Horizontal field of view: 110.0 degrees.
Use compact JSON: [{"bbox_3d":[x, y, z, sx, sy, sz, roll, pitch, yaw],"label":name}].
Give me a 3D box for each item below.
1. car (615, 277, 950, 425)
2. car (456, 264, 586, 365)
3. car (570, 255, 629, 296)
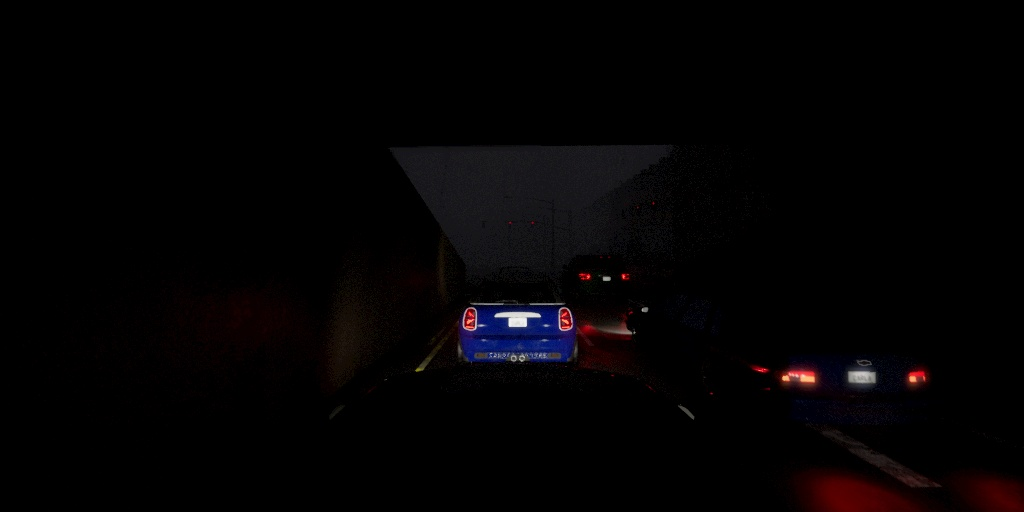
[{"bbox_3d":[3.610,1.297,6.197,2.033,1.411,5.357,0,0,0],"label":"car"},{"bbox_3d":[0.107,1.102,7.968,2.097,1.767,4.553,0,0,0],"label":"car"},{"bbox_3d":[3.644,0.971,16.444,2.150,2.045,5.566,0,0,0],"label":"car"}]
